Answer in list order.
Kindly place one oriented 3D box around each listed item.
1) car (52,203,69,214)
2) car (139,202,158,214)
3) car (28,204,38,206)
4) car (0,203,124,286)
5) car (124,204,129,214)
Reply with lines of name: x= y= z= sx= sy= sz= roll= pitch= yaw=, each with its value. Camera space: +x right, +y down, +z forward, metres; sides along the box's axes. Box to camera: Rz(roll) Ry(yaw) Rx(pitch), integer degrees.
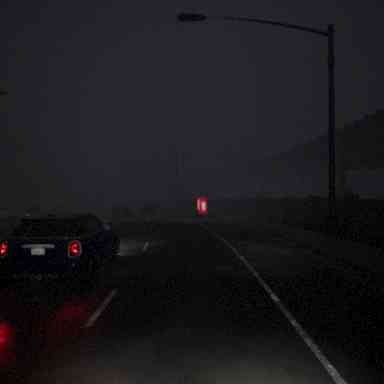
car: x=-18.965 y=2.354 z=47.806 sx=2.128 sy=1.511 sz=4.902 roll=1 pitch=-3 yaw=-23
car: x=-5.534 y=2.035 z=42.284 sx=2.128 sy=1.511 sz=4.902 roll=0 pitch=-2 yaw=-17
car: x=-22.387 y=2.406 z=47.019 sx=2.033 sy=1.411 sz=5.357 roll=1 pitch=-3 yaw=-23
car: x=-3.500 y=1.358 z=9.561 sx=2.097 sy=1.767 sz=4.553 roll=0 pitch=0 yaw=-2
car: x=-9.116 y=2.113 z=41.970 sx=1.994 sy=1.385 sz=4.181 roll=0 pitch=-2 yaw=-18
